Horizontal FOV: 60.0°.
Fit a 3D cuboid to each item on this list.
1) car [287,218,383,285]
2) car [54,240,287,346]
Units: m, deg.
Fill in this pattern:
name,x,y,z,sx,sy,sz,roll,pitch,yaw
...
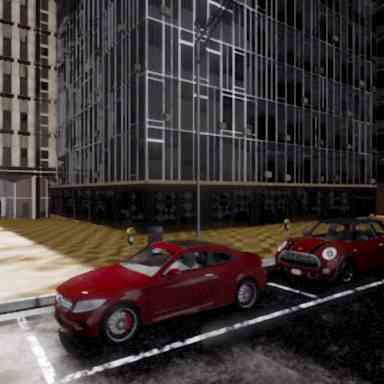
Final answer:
name,x,y,z,sx,sy,sz,roll,pitch,yaw
car,4.273,1.522,9.622,4.097,1.590,1.967,1,-1,-36
car,-0.353,1.612,6.318,4.206,1.307,1.802,1,-1,-36
